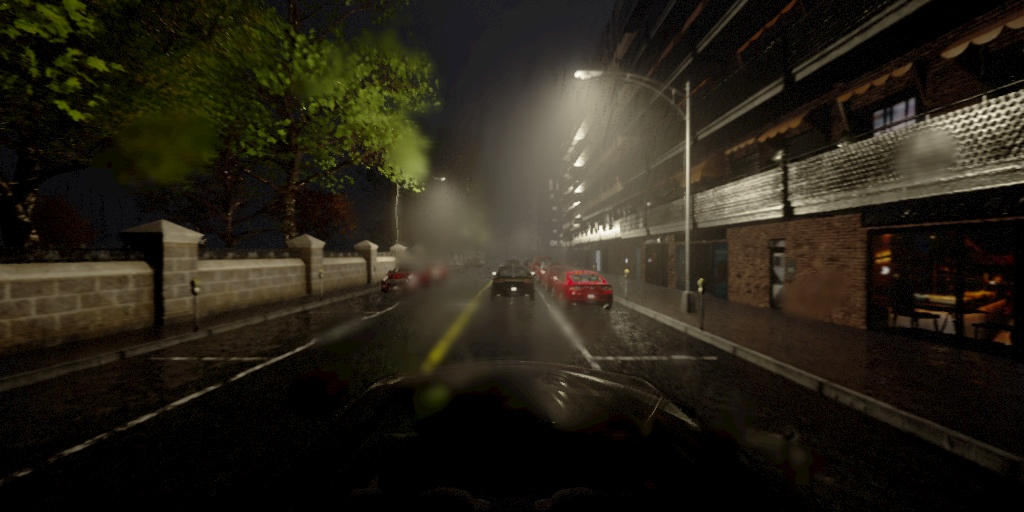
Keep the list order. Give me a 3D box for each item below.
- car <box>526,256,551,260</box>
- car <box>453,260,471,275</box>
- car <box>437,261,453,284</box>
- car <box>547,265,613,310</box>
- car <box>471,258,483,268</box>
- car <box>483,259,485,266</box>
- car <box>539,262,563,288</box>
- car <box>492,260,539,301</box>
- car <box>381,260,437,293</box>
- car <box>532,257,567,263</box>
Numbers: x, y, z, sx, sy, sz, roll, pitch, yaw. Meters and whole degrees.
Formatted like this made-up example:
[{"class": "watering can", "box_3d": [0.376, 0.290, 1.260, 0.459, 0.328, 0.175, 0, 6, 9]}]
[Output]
[{"class": "car", "box_3d": [2.658, 0.945, 31.131, 2.192, 1.841, 5.009, 0, 0, 0]}, {"class": "car", "box_3d": [-5.728, 1.164, 36.751, 2.007, 1.370, 4.403, 0, 0, 0]}, {"class": "car", "box_3d": [-5.716, 1.096, 25.490, 1.967, 1.591, 4.097, 0, 0, 0]}, {"class": "car", "box_3d": [2.678, 1.241, 14.241, 1.888, 1.381, 4.507, 0, 0, 0]}, {"class": "car", "box_3d": [-5.748, 1.079, 53.472, 1.751, 1.417, 4.829, 0, 0, 0]}, {"class": "car", "box_3d": [-5.754, 1.086, 59.272, 2.007, 1.370, 4.403, 0, 0, 0]}, {"class": "car", "box_3d": [2.671, 1.219, 19.872, 1.888, 1.381, 4.507, 0, 0, 0]}, {"class": "car", "box_3d": [0.073, 1.164, 17.016, 1.882, 1.535, 5.008, 0, 1, 0]}, {"class": "car", "box_3d": [-5.709, 1.118, 19.862, 1.967, 1.591, 4.097, 0, 0, 0]}, {"class": "car", "box_3d": [2.665, 1.092, 25.501, 1.967, 1.591, 4.097, 0, 0, 0]}]
